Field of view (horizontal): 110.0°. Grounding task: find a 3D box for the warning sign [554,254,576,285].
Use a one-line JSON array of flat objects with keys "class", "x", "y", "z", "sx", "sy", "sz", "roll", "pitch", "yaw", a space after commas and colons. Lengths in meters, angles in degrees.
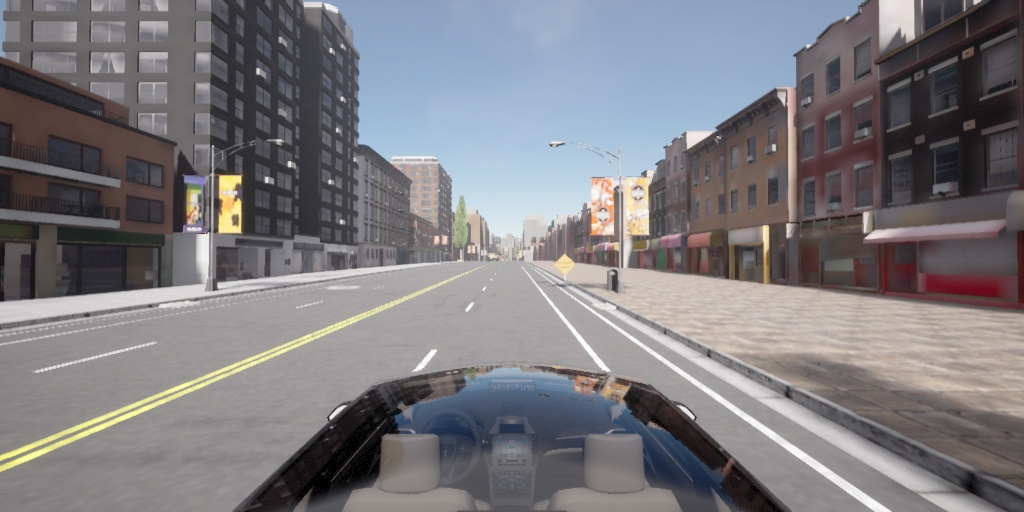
[{"class": "warning sign", "x": 3.225, "y": 0.795, "z": 21.689, "sx": 1.300, "sy": 1.860, "sz": 1.060, "roll": 0, "pitch": 0, "yaw": 0}]
